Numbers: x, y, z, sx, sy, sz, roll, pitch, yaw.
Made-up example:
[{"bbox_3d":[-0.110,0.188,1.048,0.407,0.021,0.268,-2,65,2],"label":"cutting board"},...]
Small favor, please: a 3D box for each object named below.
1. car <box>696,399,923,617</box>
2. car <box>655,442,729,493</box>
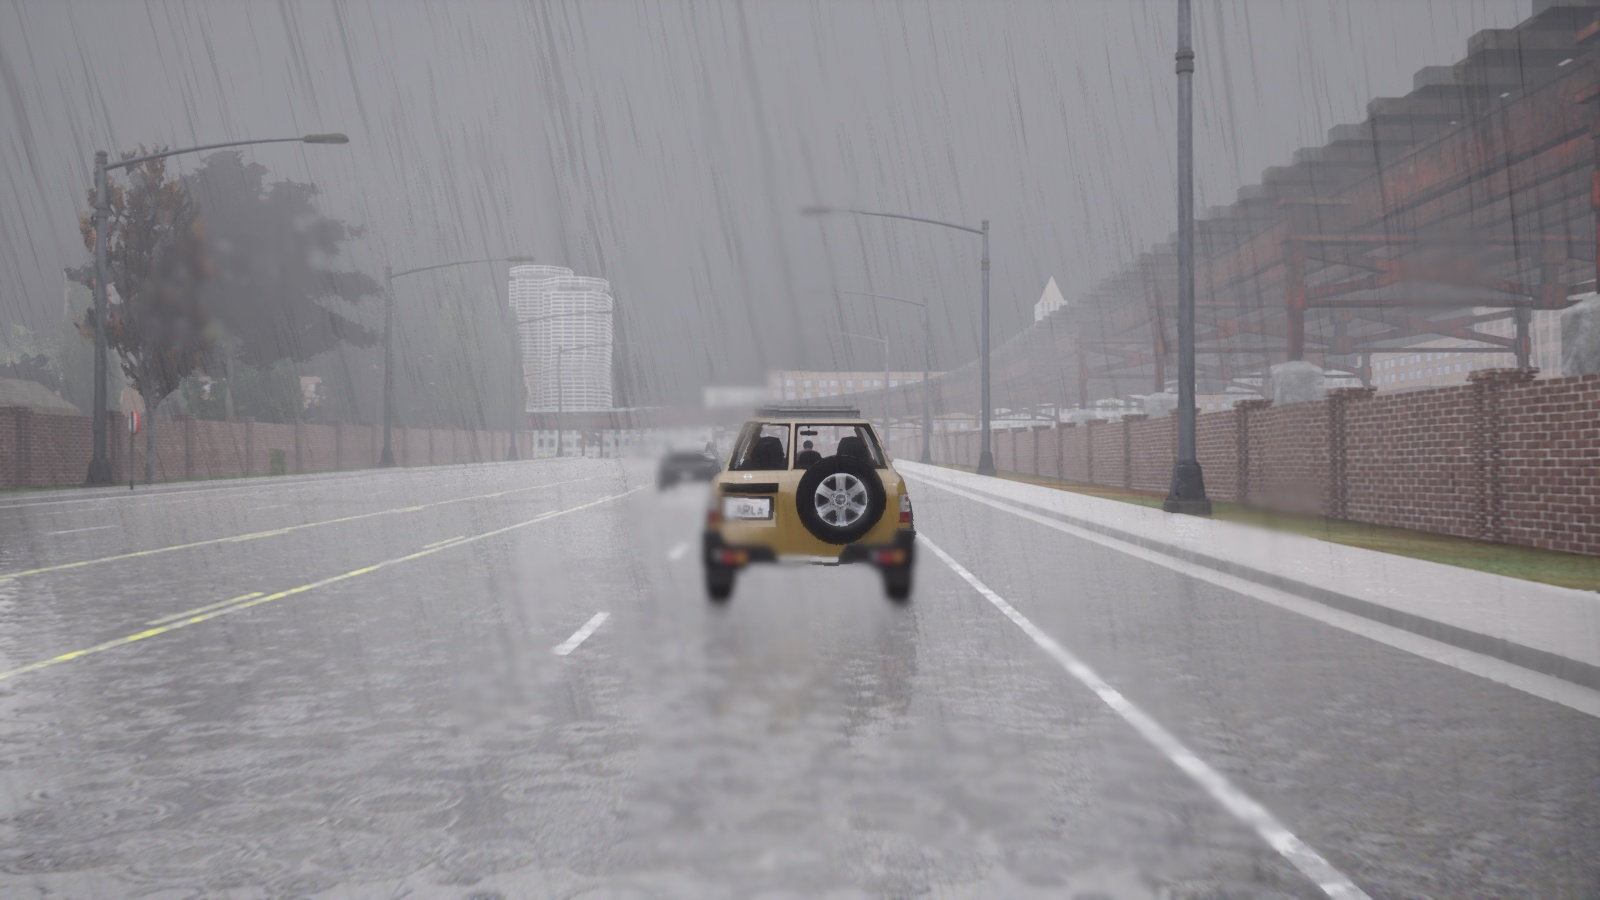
[{"bbox_3d":[0.092,0.476,12.971,1.932,1.855,4.605,0,0,0],"label":"car"},{"bbox_3d":[-3.257,0.488,38.678,1.837,1.490,4.892,0,0,0],"label":"car"}]
